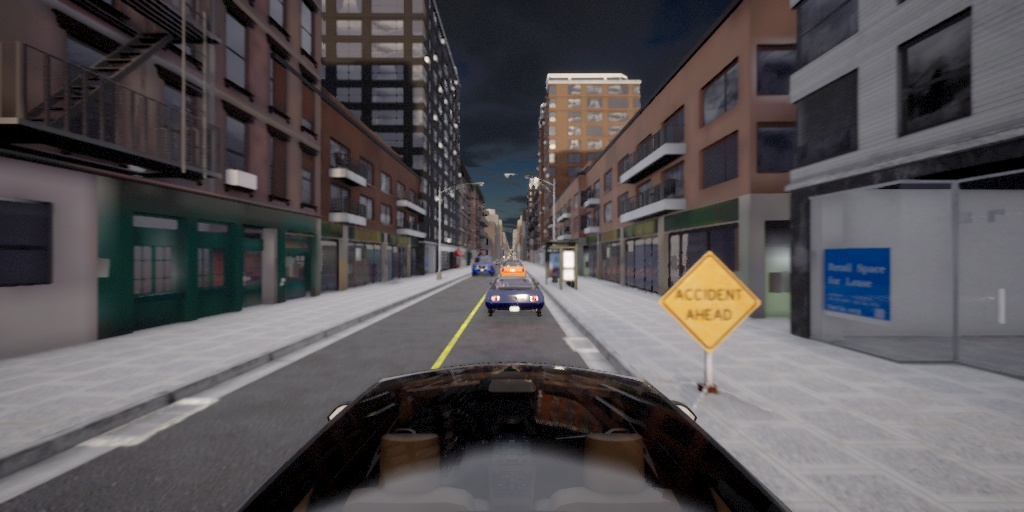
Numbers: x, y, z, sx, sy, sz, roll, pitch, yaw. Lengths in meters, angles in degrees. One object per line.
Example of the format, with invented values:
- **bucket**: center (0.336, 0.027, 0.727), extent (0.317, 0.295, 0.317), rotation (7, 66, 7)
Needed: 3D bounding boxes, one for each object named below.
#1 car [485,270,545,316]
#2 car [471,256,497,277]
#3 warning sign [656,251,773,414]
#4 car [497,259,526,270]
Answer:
- **car**: center (0.094, 1.366, 13.406), extent (1.895, 1.301, 4.718), rotation (0, 0, 0)
- **car**: center (-2.845, 1.034, 36.826), extent (2.150, 2.045, 5.566), rotation (0, 0, 0)
- **warning sign**: center (2.518, 0.867, 4.612), extent (1.300, 1.860, 1.060), rotation (0, 0, 0)
- **car**: center (0.094, 1.148, 29.959), extent (2.097, 1.767, 4.553), rotation (0, 0, 0)
